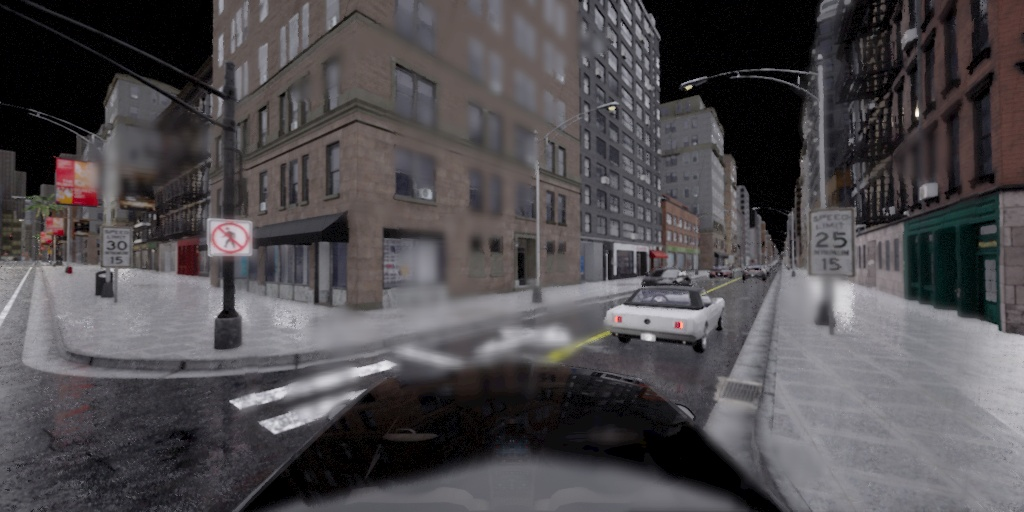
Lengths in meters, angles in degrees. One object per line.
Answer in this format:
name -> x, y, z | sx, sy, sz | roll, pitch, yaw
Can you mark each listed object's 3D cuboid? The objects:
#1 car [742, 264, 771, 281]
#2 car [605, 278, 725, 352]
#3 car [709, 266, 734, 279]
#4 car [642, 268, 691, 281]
car -> 23.653, 1.597, 34.921 | 2.128, 1.511, 4.902 | -1, -1, 37
car -> 4.166, 1.418, 9.211 | 1.895, 1.301, 4.718 | -1, -1, 37
car -> 22.587, 1.736, 38.597 | 1.994, 1.385, 4.181 | -1, -1, 37
car -> 9.026, 1.444, 20.790 | 1.882, 1.535, 5.008 | -1, -1, 37
